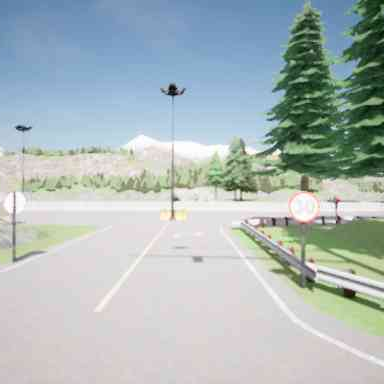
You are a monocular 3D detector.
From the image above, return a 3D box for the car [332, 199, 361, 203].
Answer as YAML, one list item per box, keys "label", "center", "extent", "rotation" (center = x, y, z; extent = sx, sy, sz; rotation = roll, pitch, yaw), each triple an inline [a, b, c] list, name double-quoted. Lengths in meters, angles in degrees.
- label: "car"
  center: [25.932, 2.018, 54.753]
  extent: [4.181, 1.385, 1.994]
  rotation: [0, 0, 1]

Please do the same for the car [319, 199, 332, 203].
- label: "car"
  center: [25.415, 2.070, 58.231]
  extent: [4.718, 1.301, 1.895]
  rotation: [0, 0, 1]
